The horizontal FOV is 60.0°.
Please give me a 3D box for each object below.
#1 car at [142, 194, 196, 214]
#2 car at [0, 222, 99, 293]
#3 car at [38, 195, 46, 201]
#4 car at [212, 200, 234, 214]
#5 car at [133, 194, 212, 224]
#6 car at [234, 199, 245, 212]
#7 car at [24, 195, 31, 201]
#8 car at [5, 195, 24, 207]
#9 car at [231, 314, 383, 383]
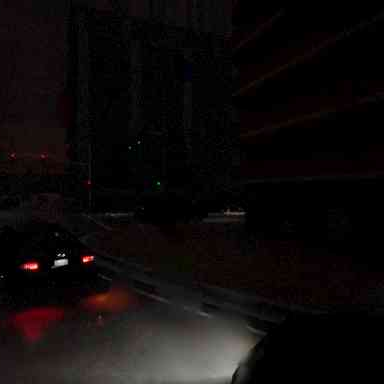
[{"bbox_3d":[-2.527,1.277,36.489,5.566,2.045,2.150,0,0,-23],"label":"car"},{"bbox_3d":[-4.351,1.547,9.033,2.033,1.411,5.357,0,0,-39],"label":"car"},{"bbox_3d":[-37.089,1.540,82.302,2.033,1.411,5.357,0,0,-23],"label":"car"},{"bbox_3d":[1.464,1.560,34.357,4.892,1.490,1.837,0,0,-23],"label":"car"},{"bbox_3d":[-1.632,1.281,25.277,5.566,2.045,2.150,0,0,-23],"label":"car"},{"bbox_3d":[6.624,1.560,40.289,4.892,1.490,1.837,0,0,-23],"label":"car"},{"bbox_3d":[-40.176,1.525,80.618,2.128,1.511,4.902,0,0,-23],"label":"car"},{"bbox_3d":[-27.761,1.491,51.579,2.128,1.511,4.902,0,0,-23],"label":"car"},{"bbox_3d":[2.873,1.547,2.017,5.357,1.411,2.033,0,0,35],"label":"car"}]
